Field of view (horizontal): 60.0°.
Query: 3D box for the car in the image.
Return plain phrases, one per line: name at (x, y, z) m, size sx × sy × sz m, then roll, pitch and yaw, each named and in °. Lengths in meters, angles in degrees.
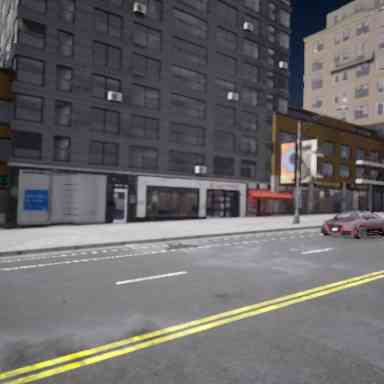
car at (8.848, 1.712, 17.965) m, size 4.181 × 1.385 × 1.994 m, roll 1°, pitch 0°, yaw -35°
